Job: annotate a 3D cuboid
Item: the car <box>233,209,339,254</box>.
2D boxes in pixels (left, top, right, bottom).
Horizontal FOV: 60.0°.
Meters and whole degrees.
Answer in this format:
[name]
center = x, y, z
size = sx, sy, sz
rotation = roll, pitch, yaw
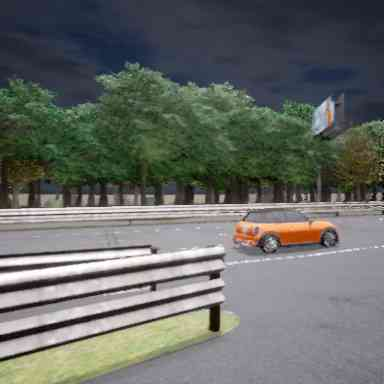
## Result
[car]
center = 4.144, 1.538, 14.523
size = 4.553, 1.767, 2.097
rotation = -1, 0, -22
